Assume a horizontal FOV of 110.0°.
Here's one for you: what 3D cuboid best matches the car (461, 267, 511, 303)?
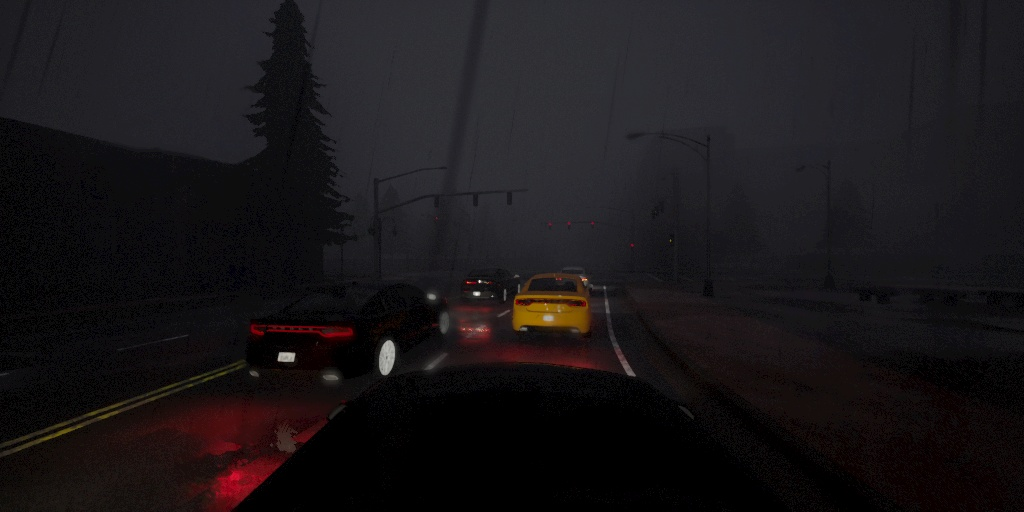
[{"bbox_3d":[-0.860,1.255,16.651,1.837,1.490,4.892,0,0,13],"label":"car"}]

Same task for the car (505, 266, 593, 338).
[{"bbox_3d":[1.301,1.228,10.377,1.882,1.535,5.008,0,0,11],"label":"car"}]

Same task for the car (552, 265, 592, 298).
[{"bbox_3d":[3.369,1.274,19.407,1.812,1.442,4.674,0,0,14],"label":"car"}]

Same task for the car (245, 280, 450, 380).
[{"bbox_3d":[-2.764,1.228,7.347,1.882,1.535,5.008,0,0,7],"label":"car"}]
